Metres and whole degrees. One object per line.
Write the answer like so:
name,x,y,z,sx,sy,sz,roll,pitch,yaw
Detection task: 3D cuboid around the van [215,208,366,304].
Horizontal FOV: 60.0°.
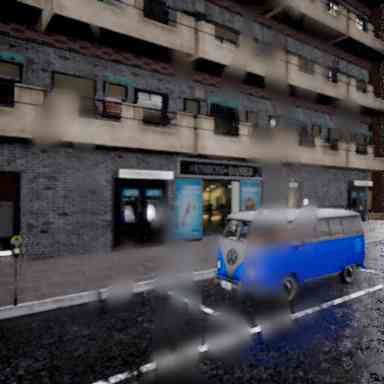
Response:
van,2.397,1.306,7.790,3.998,1.788,1.690,0,1,-35
